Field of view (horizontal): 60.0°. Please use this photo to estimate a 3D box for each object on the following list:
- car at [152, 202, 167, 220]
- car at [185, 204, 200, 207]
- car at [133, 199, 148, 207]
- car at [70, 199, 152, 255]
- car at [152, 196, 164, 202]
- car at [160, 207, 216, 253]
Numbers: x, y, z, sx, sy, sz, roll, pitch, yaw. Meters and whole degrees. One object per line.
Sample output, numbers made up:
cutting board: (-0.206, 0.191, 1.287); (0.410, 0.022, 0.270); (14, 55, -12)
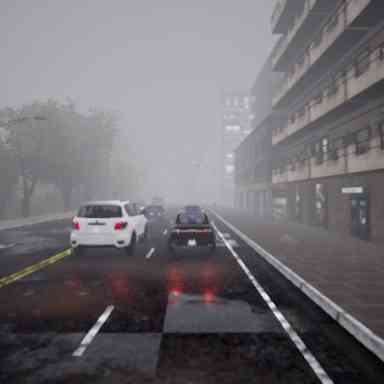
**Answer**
car: (-3.245, 1.827, 28.994); (2.033, 1.411, 5.357); (0, -1, 0)
car: (0.008, 1.809, 29.374); (1.812, 1.442, 4.674); (0, 0, 0)
car: (-9.745, 2.164, 63.755); (2.033, 1.411, 5.357); (0, -1, 0)
car: (-3.247, 1.351, 14.012); (2.150, 2.045, 5.566); (0, 0, 0)
car: (-6.495, 1.823, 63.705); (2.150, 2.045, 5.566); (0, -1, 0)
car: (0.006, 1.630, 14.303); (2.128, 1.511, 4.902); (0, 0, 0)
